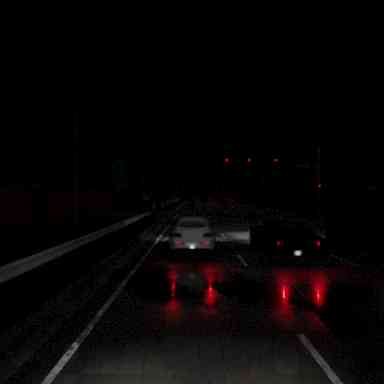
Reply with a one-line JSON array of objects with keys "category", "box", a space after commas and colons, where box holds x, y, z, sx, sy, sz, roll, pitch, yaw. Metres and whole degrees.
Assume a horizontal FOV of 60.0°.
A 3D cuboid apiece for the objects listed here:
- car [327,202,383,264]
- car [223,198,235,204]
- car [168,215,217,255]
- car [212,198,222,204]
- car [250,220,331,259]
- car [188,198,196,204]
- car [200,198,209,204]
[{"category": "car", "box": [7.014, 1.368, 12.545, 2.150, 2.045, 5.566, 0, 0, 0]}, {"category": "car", "box": [10.519, 2.499, 91.254, 1.882, 1.535, 5.008, 0, -1, 0]}, {"category": "car", "box": [0.032, 1.683, 13.880, 1.812, 1.442, 4.674, 0, 0, 1]}, {"category": "car", "box": [7.019, 2.381, 91.643, 2.097, 1.767, 4.553, 0, -1, 0]}, {"category": "car", "box": [3.522, 1.752, 13.223, 1.895, 1.301, 4.718, 0, -1, 1]}, {"category": "car", "box": [0.019, 2.561, 91.255, 2.033, 1.411, 5.357, 0, -1, 0]}, {"category": "car", "box": [3.519, 2.382, 91.643, 2.097, 1.767, 4.553, 0, -1, 0]}]
